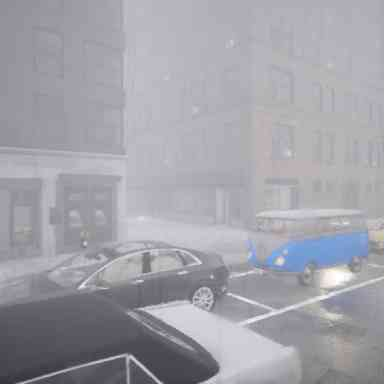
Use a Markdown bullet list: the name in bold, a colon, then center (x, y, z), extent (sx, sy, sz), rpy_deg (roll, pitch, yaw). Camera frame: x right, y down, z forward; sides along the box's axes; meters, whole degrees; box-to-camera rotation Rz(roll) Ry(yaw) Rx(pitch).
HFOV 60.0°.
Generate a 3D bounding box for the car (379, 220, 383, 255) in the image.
- **car**: center (7.715, 1.564, 12.470), extent (4.829, 1.417, 1.752), rpy_deg (0, 0, -36)

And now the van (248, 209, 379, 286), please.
- **van**: center (3.282, 1.380, 9.217), extent (3.998, 1.788, 1.690), rpy_deg (0, 0, -36)

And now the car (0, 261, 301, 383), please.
- **car**: center (-1.409, 1.620, 2.350), extent (4.718, 1.301, 1.895), rpy_deg (0, 0, -36)

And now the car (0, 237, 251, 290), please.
- **car**: center (-1.286, 1.587, 5.861), extent (4.403, 1.369, 2.008), rpy_deg (0, 0, -36)
